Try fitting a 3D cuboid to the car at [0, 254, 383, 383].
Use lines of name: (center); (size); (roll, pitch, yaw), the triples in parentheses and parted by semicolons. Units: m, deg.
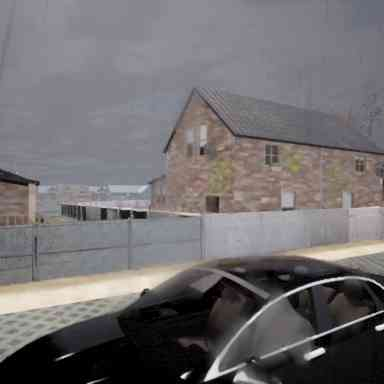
car: (0.578, 1.506, 3.426); (4.892, 1.490, 1.837); (0, 0, -31)
